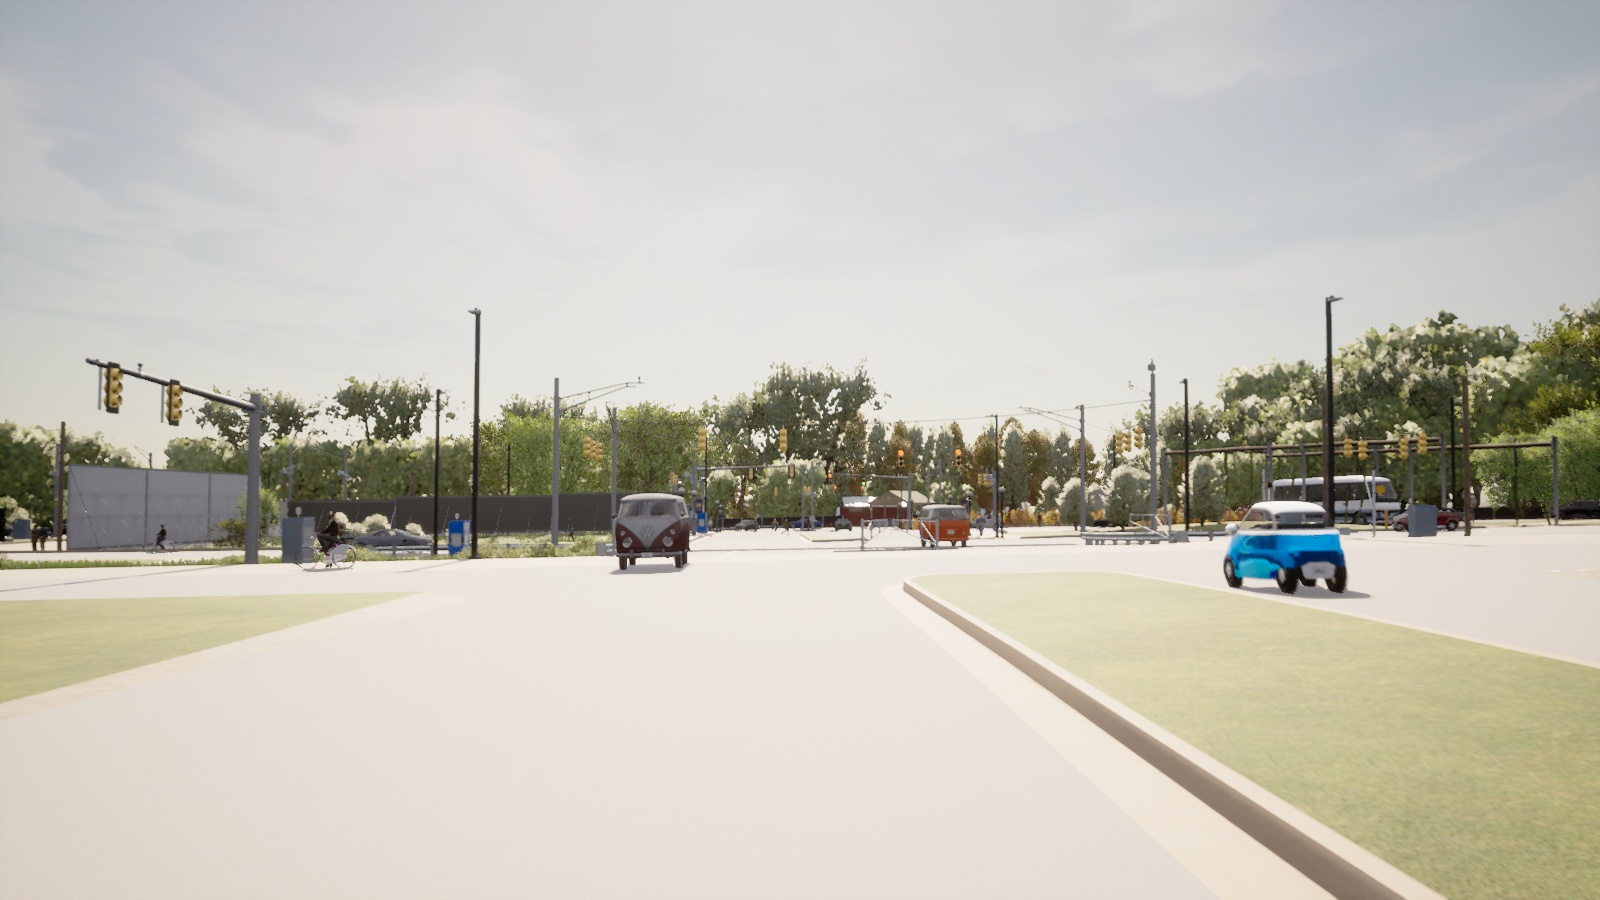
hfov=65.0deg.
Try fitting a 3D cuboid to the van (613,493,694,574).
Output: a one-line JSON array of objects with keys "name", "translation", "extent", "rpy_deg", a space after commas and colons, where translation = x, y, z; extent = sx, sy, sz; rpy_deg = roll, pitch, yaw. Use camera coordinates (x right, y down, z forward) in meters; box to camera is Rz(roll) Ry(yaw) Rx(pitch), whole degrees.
[{"name": "van", "translation": [-3.912, 2.223, 34.064], "extent": [1.775, 1.987, 4.442], "rpy_deg": [-2, -2, -2]}]

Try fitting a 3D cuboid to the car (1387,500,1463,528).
[{"name": "car", "translation": [38.413, 3.934, 77.194], "extent": [3.705, 1.549, 1.789], "rpy_deg": [-2, -3, -2]}]

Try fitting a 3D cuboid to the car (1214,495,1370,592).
[{"name": "car", "translation": [7.601, 1.423, 19.590], "extent": [1.481, 1.376, 2.207], "rpy_deg": [-1, -3, -1]}]

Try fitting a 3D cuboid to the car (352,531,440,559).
[{"name": "car", "translation": [-22.134, 5.204, 68.896], "extent": [4.181, 1.385, 1.994], "rpy_deg": [-1, -3, -1]}]

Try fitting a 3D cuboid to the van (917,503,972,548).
[{"name": "van", "translation": [6.775, 3.535, 59.257], "extent": [1.775, 1.987, 4.442], "rpy_deg": [-1, -2, -4]}]

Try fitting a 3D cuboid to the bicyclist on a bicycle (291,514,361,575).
[{"name": "bicyclist on a bicycle", "translation": [-14.340, 2.861, 38.007], "extent": [1.843, 1.776, 0.659], "rpy_deg": [-2, -3, -1]}]

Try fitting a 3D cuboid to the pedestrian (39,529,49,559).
[{"name": "pedestrian", "translation": [-49.985, 6.194, 83.039], "extent": [0.423, 1.949, 0.788], "rpy_deg": [2, -3, -41]}]
